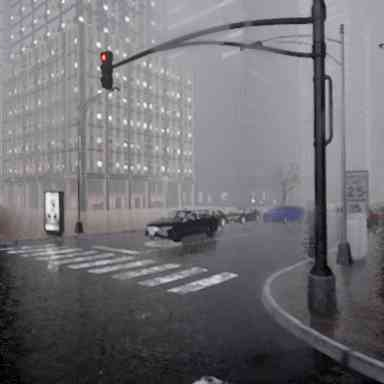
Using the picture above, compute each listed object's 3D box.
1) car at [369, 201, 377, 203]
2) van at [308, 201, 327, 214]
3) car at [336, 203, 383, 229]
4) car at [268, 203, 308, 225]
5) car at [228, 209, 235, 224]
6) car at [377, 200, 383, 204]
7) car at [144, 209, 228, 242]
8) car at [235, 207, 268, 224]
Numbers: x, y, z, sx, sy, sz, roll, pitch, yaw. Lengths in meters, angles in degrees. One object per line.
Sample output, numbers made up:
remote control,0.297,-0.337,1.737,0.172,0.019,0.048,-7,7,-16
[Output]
car,35.528,2.626,67.495,2.008,1.369,4.403,-2,-2,38
van,16.124,2.001,43.023,1.690,1.788,3.998,-2,-2,38
car,12.486,1.796,24.663,1.967,1.590,4.097,-2,-2,38
car,7.758,1.890,28.203,1.882,1.535,5.008,-1,-1,38
car,0.870,1.889,23.899,2.008,1.369,4.403,-2,-2,38
car,42.439,2.769,76.230,1.887,1.381,4.507,-2,-2,38
car,-0.434,1.729,17.820,2.128,1.511,4.902,-1,-1,38
car,4.325,1.962,28.267,2.008,1.369,4.403,-2,-2,38
